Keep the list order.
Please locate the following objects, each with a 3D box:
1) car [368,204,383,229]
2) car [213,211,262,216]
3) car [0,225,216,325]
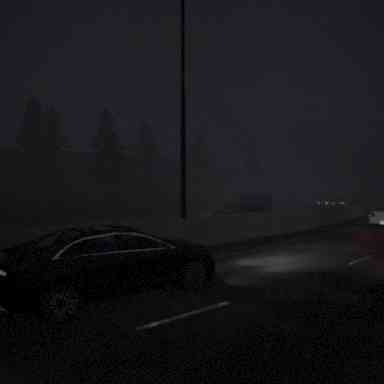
[{"bbox_3d":[11.818,1.402,19.621,1.812,1.442,4.674,0,0,42],"label":"car"},{"bbox_3d":[3.313,1.391,21.089,1.882,1.535,5.008,0,0,44],"label":"car"},{"bbox_3d":[-1.657,1.477,7.133,4.902,1.511,2.128,-1,0,-38],"label":"car"}]
